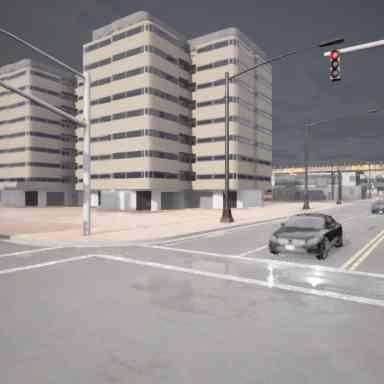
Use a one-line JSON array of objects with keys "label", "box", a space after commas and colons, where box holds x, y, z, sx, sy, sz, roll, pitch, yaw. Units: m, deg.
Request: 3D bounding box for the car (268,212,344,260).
[{"label": "car", "box": [4.522, 1.539, 12.723, 1.812, 1.442, 4.674, 0, 0, 35]}]

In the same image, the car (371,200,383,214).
[{"label": "car", "box": [19.751, 1.542, 34.266, 2.033, 1.411, 5.357, 0, 0, 35]}]
